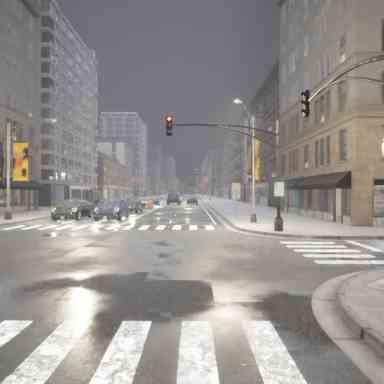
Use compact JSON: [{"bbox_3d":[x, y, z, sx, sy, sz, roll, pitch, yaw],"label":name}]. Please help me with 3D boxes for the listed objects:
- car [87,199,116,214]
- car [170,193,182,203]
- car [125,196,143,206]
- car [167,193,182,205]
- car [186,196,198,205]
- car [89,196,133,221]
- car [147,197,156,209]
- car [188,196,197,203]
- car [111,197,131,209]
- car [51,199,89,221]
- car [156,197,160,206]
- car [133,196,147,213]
[{"bbox_3d":[-9.805,1.508,36.419,1.837,1.490,4.892,0,0,0],"label":"car"},{"bbox_3d":[-3.190,1.216,68.372,2.150,2.045,5.566,0,0,0],"label":"car"},{"bbox_3d":[-9.760,1.489,56.663,2.128,1.511,4.902,0,0,1],"label":"car"},{"bbox_3d":[-3.199,1.219,57.953,2.150,2.045,5.566,0,0,0],"label":"car"},{"bbox_3d":[0.051,1.502,57.920,1.837,1.490,4.892,0,0,0],"label":"car"},{"bbox_3d":[-6.565,1.355,27.443,2.097,1.767,4.553,0,0,0],"label":"car"},{"bbox_3d":[-6.540,1.479,45.786,1.882,1.535,5.008,0,0,0],"label":"car"},{"bbox_3d":[0.060,1.520,68.339,1.812,1.442,4.674,0,0,0],"label":"car"},{"bbox_3d":[-9.792,1.527,46.365,1.812,1.442,4.674,0,0,0],"label":"car"},{"bbox_3d":[-9.815,1.355,27.447,2.097,1.767,4.553,0,0,0],"label":"car"},{"bbox_3d":[-6.517,1.524,55.637,1.812,1.442,4.674,0,0,1],"label":"car"},{"bbox_3d":[-6.551,1.494,36.282,2.128,1.511,4.902,0,0,0],"label":"car"}]
